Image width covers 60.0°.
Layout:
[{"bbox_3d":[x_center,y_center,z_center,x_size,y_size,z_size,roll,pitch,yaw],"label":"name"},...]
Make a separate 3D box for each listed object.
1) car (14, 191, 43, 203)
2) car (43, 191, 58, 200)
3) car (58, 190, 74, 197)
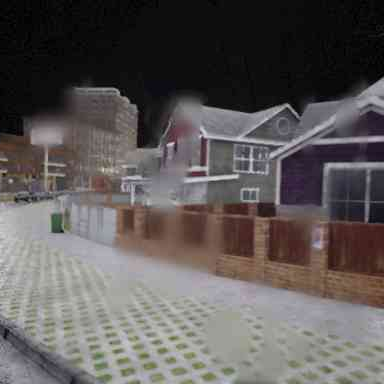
[{"bbox_3d":[-22.353,0.632,45.077,1.837,1.490,4.892,2,1,-5],"label":"car"},{"bbox_3d":[-22.832,0.503,51.032,1.994,1.385,4.181,2,2,0],"label":"car"},{"bbox_3d":[-22.516,0.249,59.538,1.895,1.301,4.718,2,2,7],"label":"car"}]
